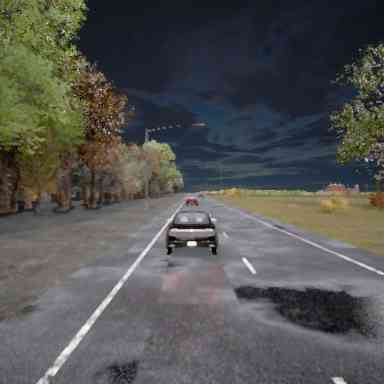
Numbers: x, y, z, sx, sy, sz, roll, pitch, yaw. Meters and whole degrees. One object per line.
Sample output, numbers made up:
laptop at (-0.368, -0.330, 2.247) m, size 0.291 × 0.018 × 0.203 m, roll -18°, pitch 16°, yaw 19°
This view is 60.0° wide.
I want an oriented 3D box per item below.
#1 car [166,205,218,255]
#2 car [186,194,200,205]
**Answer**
car at (-0.004, 1.494, 13.365) m, size 2.128 × 1.511 × 4.902 m, roll 0°, pitch 0°, yaw 0°
car at (-0.020, 1.481, 55.682) m, size 1.882 × 1.535 × 5.008 m, roll 0°, pitch 0°, yaw 0°
